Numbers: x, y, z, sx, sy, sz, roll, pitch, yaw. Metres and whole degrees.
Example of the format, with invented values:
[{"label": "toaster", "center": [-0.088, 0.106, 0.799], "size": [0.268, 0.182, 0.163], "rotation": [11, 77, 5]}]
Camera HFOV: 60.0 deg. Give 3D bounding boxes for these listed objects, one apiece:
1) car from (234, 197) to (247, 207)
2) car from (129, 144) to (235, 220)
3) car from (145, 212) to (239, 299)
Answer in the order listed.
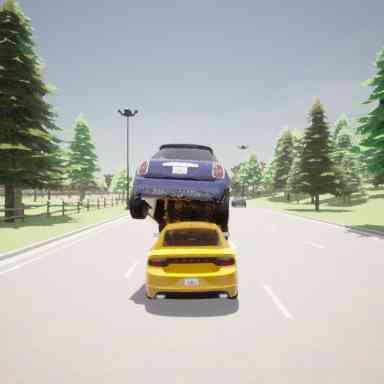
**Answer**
[{"label": "car", "center": [6.993, 1.491, 49.919], "size": [2.128, 1.511, 4.902], "rotation": [0, 0, 0]}, {"label": "car", "center": [-0.030, 0.110, 8.846], "size": [2.097, 1.767, 4.553], "rotation": [3, -14, 7]}, {"label": "car", "center": [-0.005, 1.491, 8.474], "size": [1.882, 1.535, 5.008], "rotation": [-1, 0, 0]}]
